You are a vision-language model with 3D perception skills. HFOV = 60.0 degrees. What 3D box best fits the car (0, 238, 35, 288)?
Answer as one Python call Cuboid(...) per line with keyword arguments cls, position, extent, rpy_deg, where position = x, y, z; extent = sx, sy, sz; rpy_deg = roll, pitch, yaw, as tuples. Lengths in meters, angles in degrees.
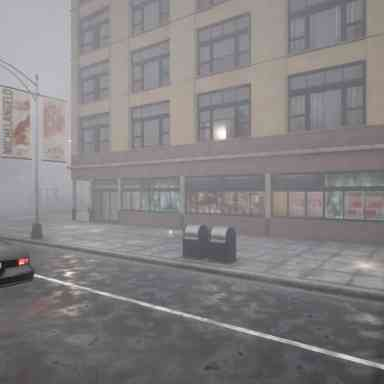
Cuboid(cls="car", position=(-6.014, 1.547, 8.156), extent=(5.357, 1.411, 2.033), rpy_deg=(0, 0, 35))
